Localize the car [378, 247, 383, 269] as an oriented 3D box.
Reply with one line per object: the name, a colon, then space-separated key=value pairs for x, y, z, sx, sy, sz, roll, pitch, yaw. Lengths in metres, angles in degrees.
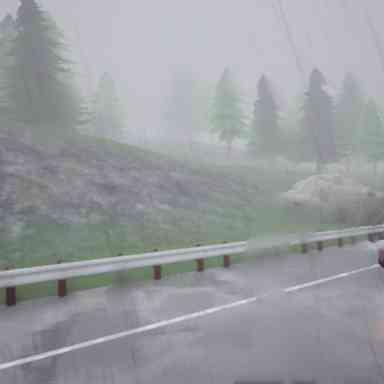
car: x=6.917 y=1.571 z=8.737 sx=4.718 sy=1.301 sz=1.895 roll=0 pitch=0 yaw=-36
